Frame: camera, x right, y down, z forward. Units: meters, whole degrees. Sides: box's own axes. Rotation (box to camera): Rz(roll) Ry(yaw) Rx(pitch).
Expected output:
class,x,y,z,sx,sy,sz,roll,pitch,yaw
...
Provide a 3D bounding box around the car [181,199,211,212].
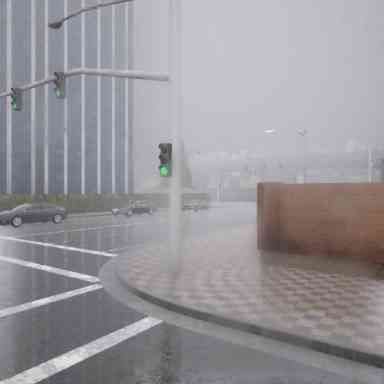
class,x,y,z,sx,sy,sz,roll,pitch,yaw
car,0.466,1.566,39.083,1.994,1.385,4.181,0,0,35

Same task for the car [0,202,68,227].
class,x,y,z,sx,sy,sz,roll,pitch,yaw
car,-11.023,1.507,22.951,1.837,1.490,4.892,0,0,35

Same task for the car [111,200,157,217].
class,x,y,z,sx,sy,sz,roll,pitch,yaw
car,-5.312,1.494,30.980,2.128,1.511,4.902,0,0,35
